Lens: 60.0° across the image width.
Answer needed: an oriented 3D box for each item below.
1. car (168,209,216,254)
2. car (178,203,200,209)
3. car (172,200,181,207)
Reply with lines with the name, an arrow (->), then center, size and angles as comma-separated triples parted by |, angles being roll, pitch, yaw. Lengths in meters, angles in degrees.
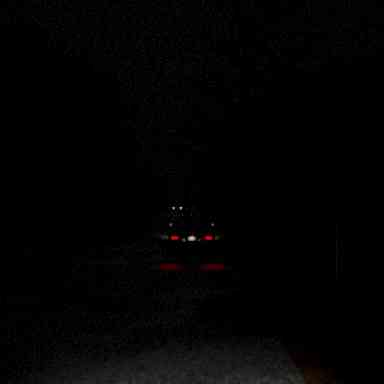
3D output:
car -> -0.014, 1.680, 14.003 | 2.033, 1.411, 5.357 | 0, -1, 0
car -> -0.063, 1.877, 29.125 | 1.895, 1.301, 4.718 | 0, -1, 0
car -> -3.119, 2.451, 71.013 | 1.812, 1.442, 4.674 | 0, -1, -1
